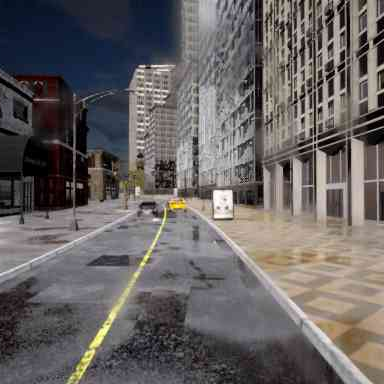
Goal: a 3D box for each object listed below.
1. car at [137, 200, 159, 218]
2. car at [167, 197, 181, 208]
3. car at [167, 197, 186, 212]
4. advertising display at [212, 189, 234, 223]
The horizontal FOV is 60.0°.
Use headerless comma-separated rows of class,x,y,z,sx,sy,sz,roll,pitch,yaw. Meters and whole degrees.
car,-3.986,1.517,30.603,1.812,1.442,4.674,0,0,-4
car,-2.705,1.508,49.566,1.812,1.442,4.674,0,0,-6
car,-1.736,1.467,39.444,1.882,1.535,5.008,0,0,-5
advertising display,2.270,1.026,24.410,1.540,2.440,0.280,-1,-1,-3
